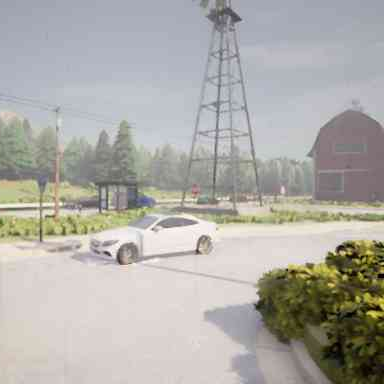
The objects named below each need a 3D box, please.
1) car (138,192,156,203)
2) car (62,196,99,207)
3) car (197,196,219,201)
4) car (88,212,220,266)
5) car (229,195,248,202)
[{"bbox_3d":[-6.505,0.939,37.430,2.150,2.045,5.566,1,0,36],"label":"car"},{"bbox_3d":[-11.770,1.170,36.268,2.128,1.511,4.902,1,0,36],"label":"car"},{"bbox_3d":[2.416,1.284,49.970,1.994,1.385,4.181,1,0,36],"label":"car"},{"bbox_3d":[-1.124,1.448,11.374,4.674,1.442,1.812,0,0,-35],"label":"car"},{"bbox_3d":[8.132,1.247,58.074,1.812,1.442,4.674,1,0,35],"label":"car"}]
